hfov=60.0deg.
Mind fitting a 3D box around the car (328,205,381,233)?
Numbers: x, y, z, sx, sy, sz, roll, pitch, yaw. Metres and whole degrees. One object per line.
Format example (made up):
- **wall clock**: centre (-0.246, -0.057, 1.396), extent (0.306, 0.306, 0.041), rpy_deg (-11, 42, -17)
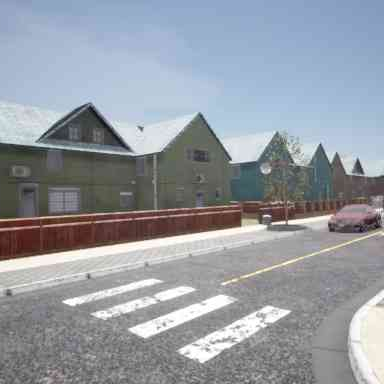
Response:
- **car**: centre (9.617, 1.494, 19.521), extent (1.812, 1.442, 4.674), rpy_deg (-2, -1, 44)
